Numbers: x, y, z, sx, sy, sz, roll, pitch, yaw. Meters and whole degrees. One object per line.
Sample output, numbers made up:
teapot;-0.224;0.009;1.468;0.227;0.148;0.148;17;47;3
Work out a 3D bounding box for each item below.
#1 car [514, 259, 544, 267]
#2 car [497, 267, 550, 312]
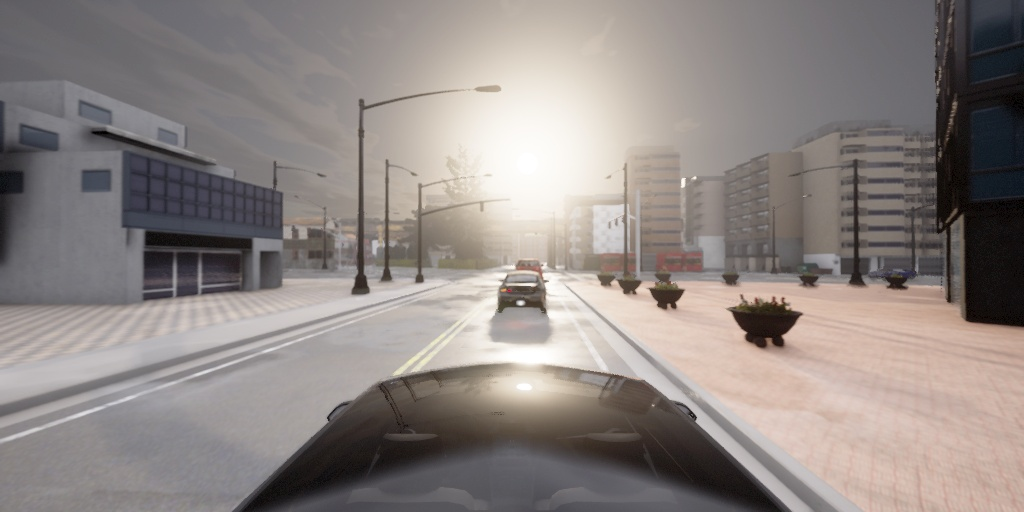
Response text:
car;1.378;1.238;28.920;2.150;2.045;5.566;0;0;4
car;0.476;1.384;14.885;1.837;1.490;4.892;0;0;4
